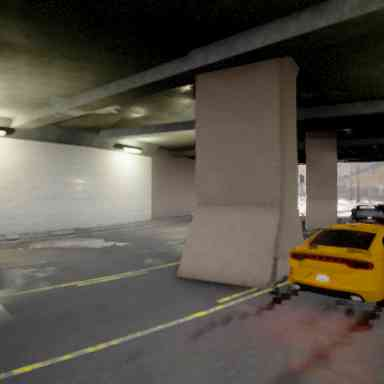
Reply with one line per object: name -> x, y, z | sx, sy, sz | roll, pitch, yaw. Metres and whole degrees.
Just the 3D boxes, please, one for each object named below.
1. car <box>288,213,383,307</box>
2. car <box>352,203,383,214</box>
car -> 4.206, 1.521, 8.236 | 1.882, 1.535, 5.008 | 0, 0, 43
car -> 14.747, 1.739, 28.237 | 1.895, 1.301, 4.718 | 0, 0, 20
